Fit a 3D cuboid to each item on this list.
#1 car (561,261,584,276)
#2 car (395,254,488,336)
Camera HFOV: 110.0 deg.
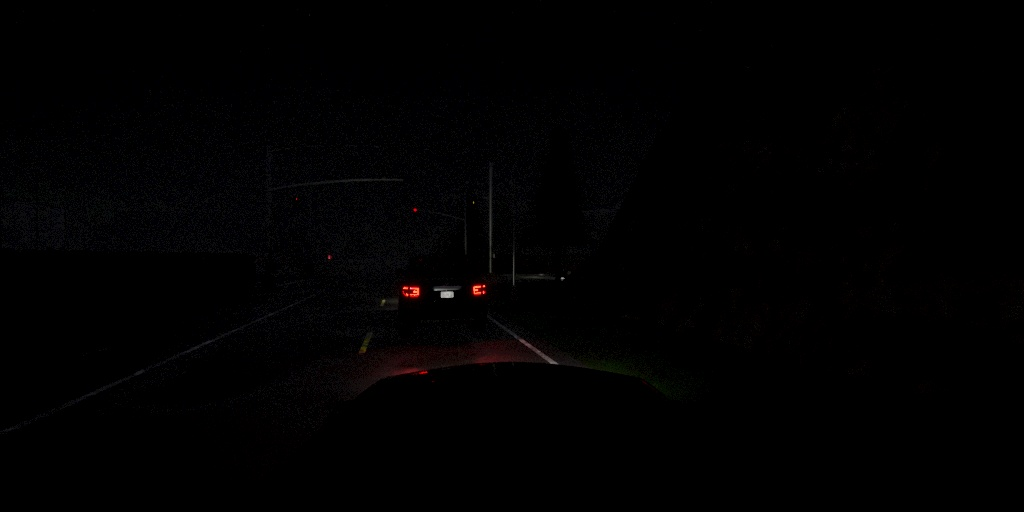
[{"bbox_3d":[6.659,1.227,35.261,5.008,1.535,1.882,0,0,-19],"label":"car"},{"bbox_3d":[-2.230,0.971,10.718,2.150,2.045,5.566,0,0,-16],"label":"car"}]
